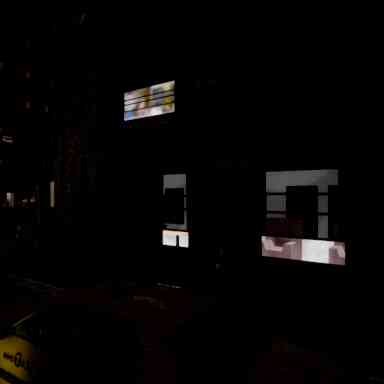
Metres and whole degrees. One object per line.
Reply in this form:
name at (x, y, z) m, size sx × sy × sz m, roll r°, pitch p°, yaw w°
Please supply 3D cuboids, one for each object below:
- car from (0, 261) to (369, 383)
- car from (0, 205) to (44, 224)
car at (-0.825, 1.525, 3.444) m, size 4.829 × 1.417 × 1.752 m, roll 0°, pitch 0°, yaw 35°
car at (-14.601, 1.868, 27.744) m, size 1.994 × 1.385 × 4.181 m, roll 0°, pitch -1°, yaw 35°
